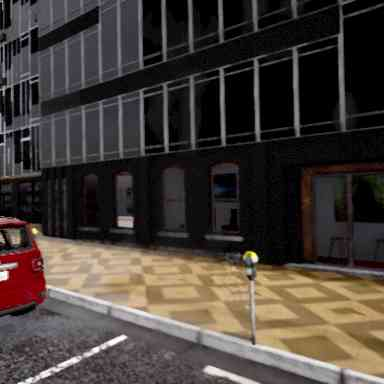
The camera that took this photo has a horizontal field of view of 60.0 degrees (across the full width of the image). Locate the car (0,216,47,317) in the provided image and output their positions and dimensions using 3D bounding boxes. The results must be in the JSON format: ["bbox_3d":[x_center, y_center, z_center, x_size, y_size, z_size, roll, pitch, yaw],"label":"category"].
[{"bbox_3d":[-4.807,1.355,6.328,5.009,1.841,2.192,0,-1,36],"label":"car"}]
